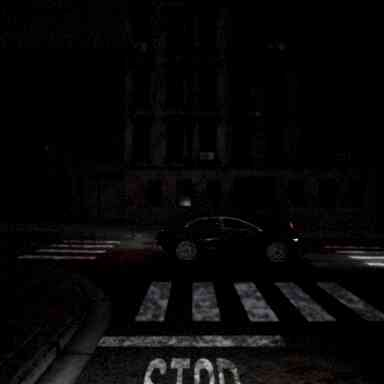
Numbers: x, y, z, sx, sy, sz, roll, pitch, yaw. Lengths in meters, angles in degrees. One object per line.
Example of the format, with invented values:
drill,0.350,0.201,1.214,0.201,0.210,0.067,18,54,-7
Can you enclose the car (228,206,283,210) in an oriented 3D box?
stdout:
car,1.998,1.390,14.303,4.553,1.767,2.097,1,0,0

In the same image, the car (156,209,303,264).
car,1.226,1.498,11.356,4.902,1.511,2.128,1,0,0
